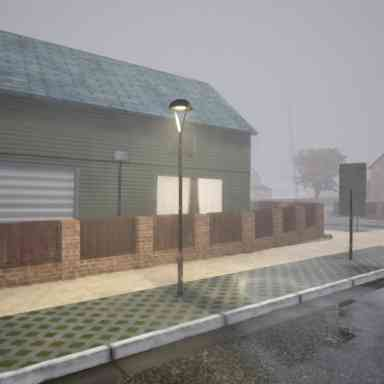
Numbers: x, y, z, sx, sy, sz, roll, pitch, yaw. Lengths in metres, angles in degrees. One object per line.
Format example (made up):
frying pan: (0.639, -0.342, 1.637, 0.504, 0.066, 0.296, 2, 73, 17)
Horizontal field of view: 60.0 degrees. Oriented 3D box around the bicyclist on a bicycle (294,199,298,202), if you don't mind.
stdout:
bicyclist on a bicycle: (9.734, 1.486, 31.277, 1.656, 1.620, 0.582, 1, -1, -34)
